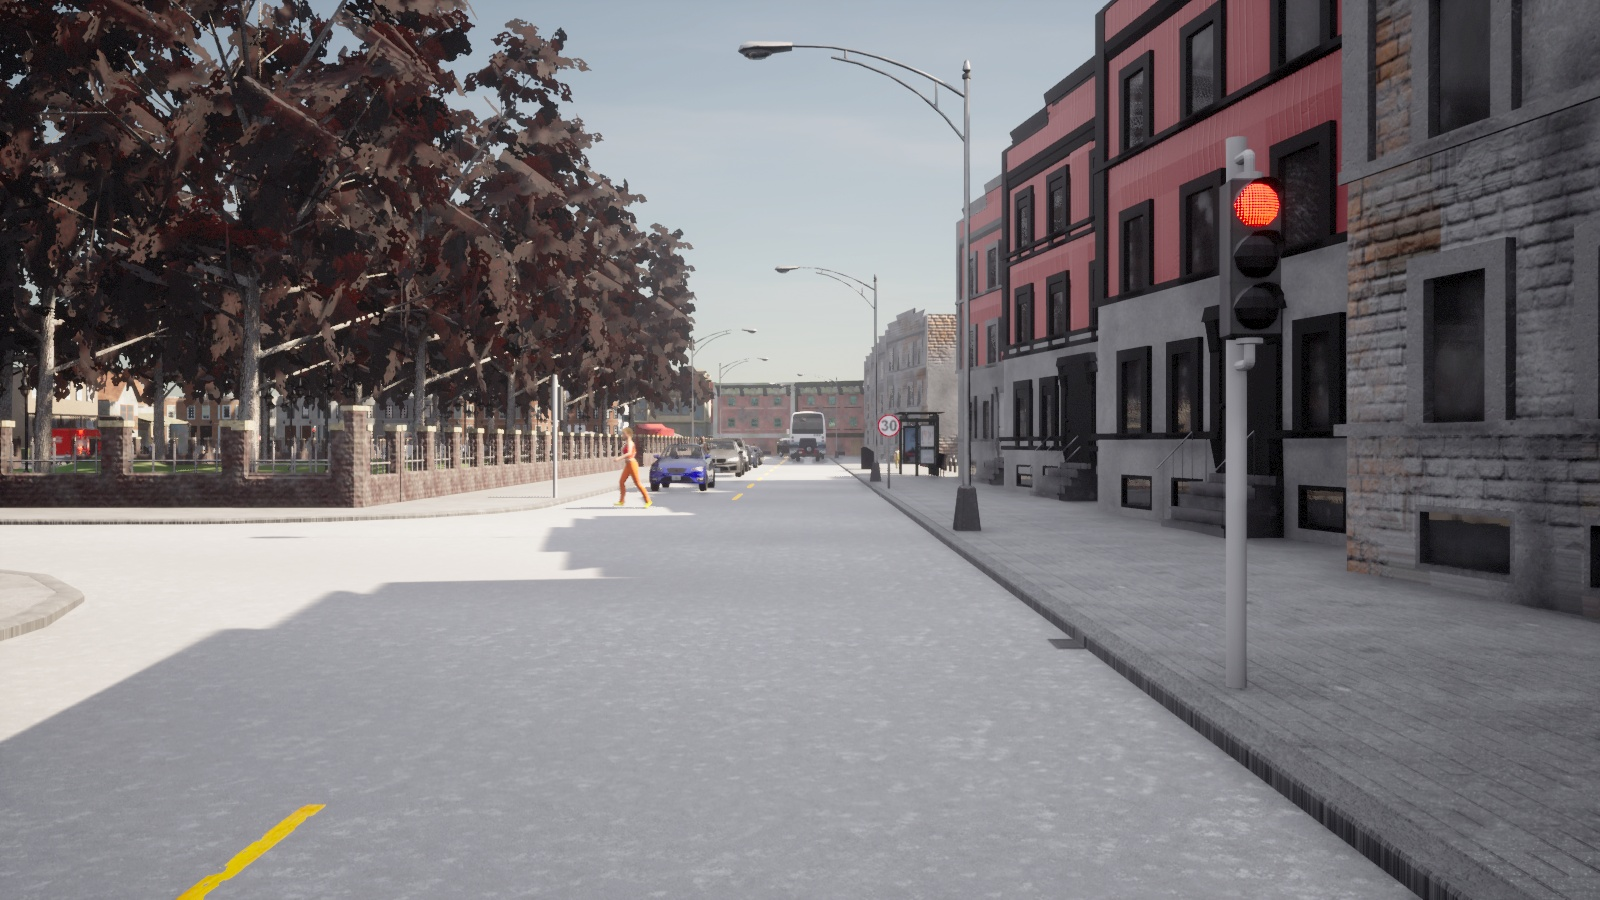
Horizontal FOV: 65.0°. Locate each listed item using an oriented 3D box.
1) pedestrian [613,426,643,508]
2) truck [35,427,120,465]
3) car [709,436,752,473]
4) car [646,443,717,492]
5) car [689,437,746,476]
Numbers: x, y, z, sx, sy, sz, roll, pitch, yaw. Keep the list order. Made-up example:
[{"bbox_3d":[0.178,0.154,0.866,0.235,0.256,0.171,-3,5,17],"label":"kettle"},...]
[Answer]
[{"bbox_3d":[-3.882,0.373,28.354,0.594,1.836,0.345,0,0,-23],"label":"pedestrian"},{"bbox_3d":[-48.761,-0.259,84.889,2.627,2.467,5.204,0,0,3],"label":"truck"},{"bbox_3d":[-3.565,0.191,65.413,1.932,1.855,4.605,0,0,1],"label":"car"},{"bbox_3d":[-3.717,0.530,40.145,1.816,1.474,4.193,0,0,1],"label":"car"},{"bbox_3d":[-3.627,0.270,56.252,2.242,1.667,4.611,0,0,0],"label":"car"}]
